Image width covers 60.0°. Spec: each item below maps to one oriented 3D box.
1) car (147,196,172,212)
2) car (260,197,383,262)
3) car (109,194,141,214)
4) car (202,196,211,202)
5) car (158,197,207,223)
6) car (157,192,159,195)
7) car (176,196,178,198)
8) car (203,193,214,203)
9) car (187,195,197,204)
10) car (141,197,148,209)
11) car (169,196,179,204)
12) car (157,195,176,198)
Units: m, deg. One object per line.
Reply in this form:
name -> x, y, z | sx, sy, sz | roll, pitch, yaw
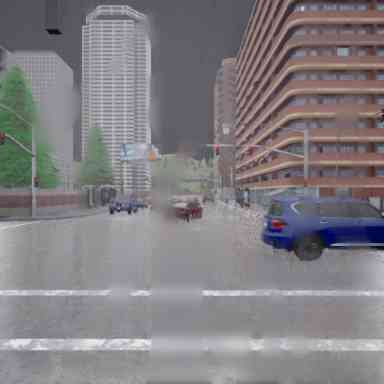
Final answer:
car -> -3.647, 1.526, 38.259 | 1.812, 1.442, 4.674 | 0, 0, 0
car -> 5.221, 1.204, 11.652 | 5.566, 2.045, 2.150 | 0, 0, -1
car -> -7.146, 1.222, 35.199 | 2.150, 2.045, 5.566 | 0, 0, 0
car -> 3.400, 1.576, 78.247 | 1.895, 1.301, 4.718 | 0, 0, 0
car -> -0.592, 1.451, 25.642 | 1.882, 1.535, 5.008 | 1, 0, 18
car -> -7.127, 1.352, 64.787 | 2.097, 1.767, 4.553 | 0, 0, 0
car -> -3.656, 1.547, 57.066 | 2.033, 1.411, 5.357 | 0, 0, 0
car -> 3.412, 1.221, 68.680 | 2.150, 2.045, 5.566 | 0, 0, 0
car -> 0.021, 1.477, 65.204 | 1.882, 1.535, 5.008 | 0, 0, 0
car -> -7.158, 1.547, 45.449 | 2.033, 1.411, 5.357 | 0, 0, 0
car -> -3.607, 1.526, 67.022 | 1.812, 1.442, 4.674 | 0, 0, 0
car -> -3.652, 1.526, 47.355 | 1.812, 1.442, 4.674 | 0, 0, 0
